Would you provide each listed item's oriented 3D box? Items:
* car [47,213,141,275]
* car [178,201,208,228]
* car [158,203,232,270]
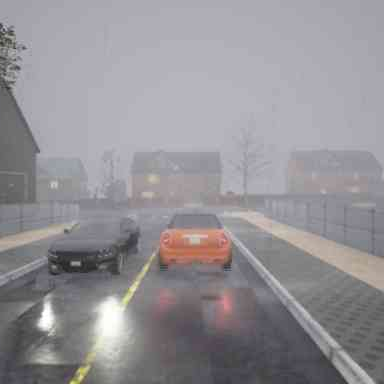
[{"bbox_3d":[-2.834,1.478,10.615,1.882,1.535,5.008,0,0,0],"label":"car"},{"bbox_3d":[0.101,1.493,23.517,1.882,1.535,5.008,0,0,0],"label":"car"},{"bbox_3d":[0.096,1.354,11.180,2.097,1.767,4.553,0,0,0],"label":"car"}]
